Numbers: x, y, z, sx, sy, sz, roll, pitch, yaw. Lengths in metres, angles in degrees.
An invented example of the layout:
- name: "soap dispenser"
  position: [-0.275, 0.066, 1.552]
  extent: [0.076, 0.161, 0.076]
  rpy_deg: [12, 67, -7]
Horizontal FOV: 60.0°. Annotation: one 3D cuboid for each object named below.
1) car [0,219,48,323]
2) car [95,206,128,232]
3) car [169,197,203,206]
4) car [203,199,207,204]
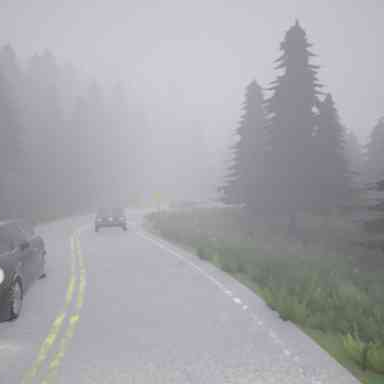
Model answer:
- name: "car"
  position: [-4.512, 1.449, 7.067]
  extent: [2.097, 1.767, 4.553]
  rpy_deg: [-2, 0, -15]
- name: "car"
  position: [-5.021, 1.575, 20.863]
  extent: [2.033, 1.411, 5.357]
  rpy_deg: [-2, 0, -12]
- name: "car"
  position: [-0.964, 1.402, 43.167]
  extent: [2.097, 1.767, 4.553]
  rpy_deg: [2, 1, 30]
- name: "car"
  position: [0.360, 1.473, 50.484]
  extent: [1.812, 1.442, 4.674]
  rpy_deg: [3, 2, 43]
